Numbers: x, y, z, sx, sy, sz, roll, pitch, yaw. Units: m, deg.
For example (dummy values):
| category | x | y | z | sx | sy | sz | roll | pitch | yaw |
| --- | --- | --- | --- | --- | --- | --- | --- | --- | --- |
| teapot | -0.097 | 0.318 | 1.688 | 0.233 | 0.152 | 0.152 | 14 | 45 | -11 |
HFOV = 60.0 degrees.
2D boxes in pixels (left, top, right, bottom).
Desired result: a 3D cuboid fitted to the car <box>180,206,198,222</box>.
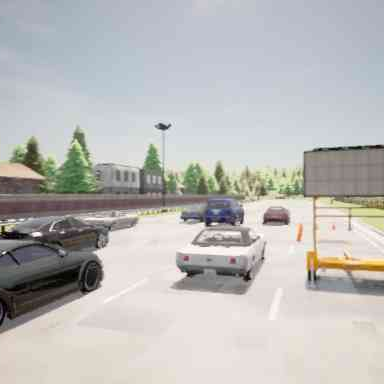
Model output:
| category | x | y | z | sx | sy | sz | roll | pitch | yaw |
| --- | --- | --- | --- | --- | --- | --- | --- | --- | --- |
| car | 0.574 | 1.929 | 30.196 | 2.033 | 1.411 | 5.357 | -1 | -1 | 19 |

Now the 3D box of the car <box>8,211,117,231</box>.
| category | x | y | z | sx | sy | sz | roll | pitch | yaw |
| --- | --- | --- | --- | --- | --- | --- | --- | --- | --- |
| car | -5.228 | 1.726 | 13.293 | 1.837 | 1.490 | 4.892 | -1 | -1 | 19 |

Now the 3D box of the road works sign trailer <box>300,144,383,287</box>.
| category | x | y | z | sx | sy | sz | roll | pitch | yaw |
| --- | --- | --- | --- | --- | --- | --- | --- | --- | --- |
| road works sign trailer | 4.338 | 0.542 | 9.175 | 2.380 | 3.560 | 2.880 | -1 | -1 | 19 |

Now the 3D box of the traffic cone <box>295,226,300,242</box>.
| category | x | y | z | sx | sy | sz | roll | pitch | yaw |
| --- | --- | --- | --- | --- | --- | --- | --- | --- | --- |
| traffic cone | 5.217 | 2.115 | 16.259 | 0.340 | 0.580 | 0.340 | -1 | -1 | 19 |

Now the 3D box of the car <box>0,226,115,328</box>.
| category | x | y | z | sx | sy | sz | roll | pitch | yaw |
| --- | --- | --- | --- | --- | --- | --- | --- | --- | --- |
| car | -3.690 | 1.691 | 6.991 | 1.994 | 1.385 | 4.181 | -1 | -1 | 19 |

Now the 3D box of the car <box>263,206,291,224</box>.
| category | x | y | z | sx | sy | sz | roll | pitch | yaw |
| --- | --- | --- | --- | --- | --- | --- | --- | --- | --- |
| car | 7.013 | 1.848 | 27.398 | 1.994 | 1.385 | 4.181 | -1 | -1 | 19 |

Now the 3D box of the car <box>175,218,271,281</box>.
| category | x | y | z | sx | sy | sz | roll | pitch | yaw |
| --- | --- | --- | --- | --- | --- | --- | --- | --- | --- |
| car | 1.175 | 1.724 | 10.386 | 1.895 | 1.301 | 4.718 | -1 | -1 | 19 |

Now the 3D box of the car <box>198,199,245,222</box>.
| category | x | y | z | sx | sy | sz | roll | pitch | yaw |
| --- | --- | --- | --- | --- | --- | --- | --- | --- | --- |
| car | 2.515 | 1.522 | 25.087 | 2.150 | 2.045 | 5.566 | -1 | 0 | 19 |

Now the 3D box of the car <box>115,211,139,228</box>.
| category | x | y | z | sx | sy | sz | roll | pitch | yaw |
| --- | --- | --- | --- | --- | --- | --- | --- | --- | --- |
| car | -5.542 | 1.951 | 23.160 | 1.895 | 1.301 | 4.718 | -1 | -1 | 19 |
